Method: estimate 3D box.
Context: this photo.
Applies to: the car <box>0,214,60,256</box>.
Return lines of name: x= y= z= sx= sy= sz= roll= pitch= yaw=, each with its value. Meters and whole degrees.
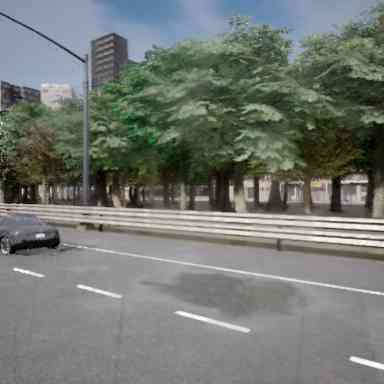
car: x=-7.149 y=1.566 z=13.275 sx=4.181 sy=1.385 sz=1.994 roll=0 pitch=0 yaw=36
